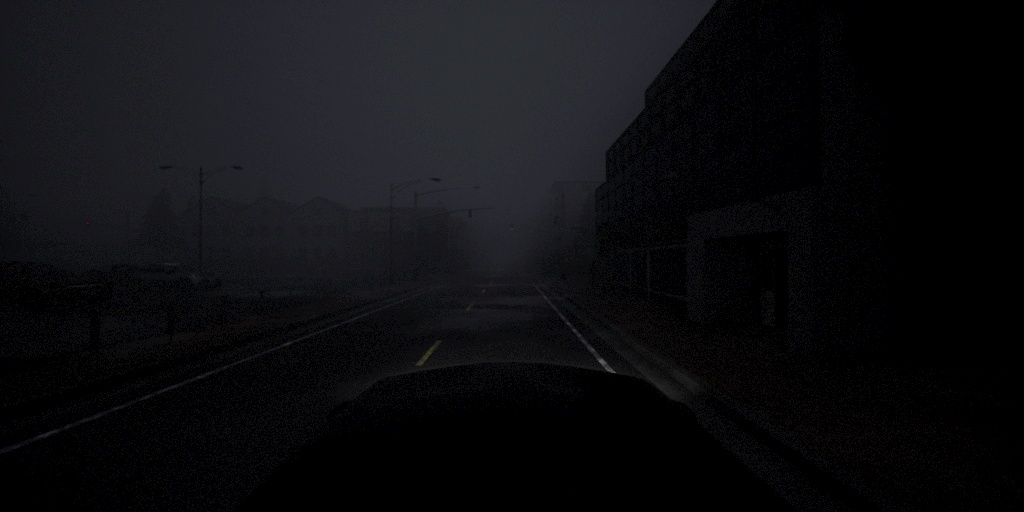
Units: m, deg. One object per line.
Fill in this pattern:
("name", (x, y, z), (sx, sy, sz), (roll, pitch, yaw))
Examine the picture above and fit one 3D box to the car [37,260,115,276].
("car", (-46.579, 1.110, 38.402), (5.357, 1.411, 2.033), (0, -1, 0))
